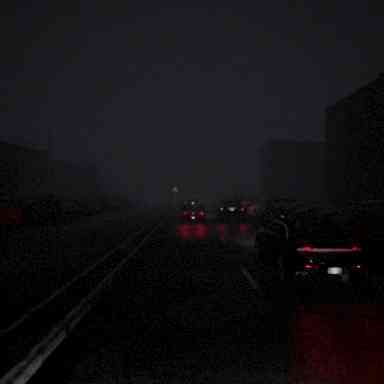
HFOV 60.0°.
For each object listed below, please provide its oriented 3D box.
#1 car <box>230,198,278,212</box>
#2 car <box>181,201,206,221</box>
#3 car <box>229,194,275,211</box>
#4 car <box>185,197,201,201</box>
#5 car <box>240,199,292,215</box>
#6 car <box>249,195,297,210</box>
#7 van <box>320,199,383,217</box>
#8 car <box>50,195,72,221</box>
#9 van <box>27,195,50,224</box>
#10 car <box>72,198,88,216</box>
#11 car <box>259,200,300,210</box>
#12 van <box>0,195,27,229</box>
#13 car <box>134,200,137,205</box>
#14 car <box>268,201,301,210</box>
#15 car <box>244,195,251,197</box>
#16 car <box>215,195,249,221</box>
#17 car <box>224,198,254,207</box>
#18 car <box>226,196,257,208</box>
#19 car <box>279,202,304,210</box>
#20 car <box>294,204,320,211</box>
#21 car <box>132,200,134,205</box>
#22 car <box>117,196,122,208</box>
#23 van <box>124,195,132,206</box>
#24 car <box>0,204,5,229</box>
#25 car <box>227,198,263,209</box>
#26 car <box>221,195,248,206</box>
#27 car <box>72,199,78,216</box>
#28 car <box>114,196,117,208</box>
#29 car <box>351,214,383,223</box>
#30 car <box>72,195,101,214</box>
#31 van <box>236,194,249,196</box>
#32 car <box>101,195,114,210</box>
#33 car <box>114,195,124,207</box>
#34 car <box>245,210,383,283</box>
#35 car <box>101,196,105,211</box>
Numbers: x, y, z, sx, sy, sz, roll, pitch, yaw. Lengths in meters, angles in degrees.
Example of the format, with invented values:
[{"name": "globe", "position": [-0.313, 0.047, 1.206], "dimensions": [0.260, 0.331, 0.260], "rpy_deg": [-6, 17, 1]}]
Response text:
[{"name": "car", "position": [7.440, 1.571, 40.217], "dimensions": [5.366, 1.575, 1.946], "rpy_deg": [0, 0, 0]}, {"name": "car", "position": [0.090, 1.639, 27.114], "dimensions": [1.895, 1.301, 4.718], "rpy_deg": [0, 0, 0]}, {"name": "car", "position": [7.653, 1.335, 42.976], "dimensions": [5.566, 2.045, 2.435], "rpy_deg": [0, 0, 0]}, {"name": "car", "position": [0.086, 1.453, 41.960], "dimensions": [2.097, 1.767, 4.553], "rpy_deg": [0, 0, 0]}, {"name": "car", "position": [7.633, 1.548, 34.702], "dimensions": [5.008, 1.535, 2.097], "rpy_deg": [0, 0, 0]}, {"name": "car", "position": [7.660, 1.400, 29.189], "dimensions": [4.553, 1.767, 2.185], "rpy_deg": [0, 0, 0]}, {"name": "van", "position": [7.517, 1.259, 12.523], "dimensions": [4.442, 1.987, 1.878], "rpy_deg": [0, 0, 0]}, {"name": "car", "position": [-12.578, 1.256, 25.349], "dimensions": [5.566, 2.045, 2.435], "rpy_deg": [0, 0, 0]}, {"name": "van", "position": [-12.434, 1.271, 22.569], "dimensions": [4.442, 1.987, 1.878], "rpy_deg": [0, 0, 0]}, {"name": "car", "position": [-12.544, 1.569, 30.842], "dimensions": [4.674, 1.452, 2.002], "rpy_deg": [0, 0, 0]}, {"name": "car", "position": [7.625, 1.509, 23.674], "dimensions": [4.892, 1.521, 2.231], "rpy_deg": [0, 0, 0]}, {"name": "van", "position": [-12.669, 1.263, 19.792], "dimensions": [4.442, 1.987, 1.878], "rpy_deg": [0, 0, 0]}, {"name": "car", "position": [-12.505, 1.671, 61.361], "dimensions": [4.792, 1.488, 2.163], "rpy_deg": [0, 0, 0]}, {"name": "car", "position": [7.626, 1.501, 20.917], "dimensions": [4.892, 1.521, 2.231], "rpy_deg": [0, 0, 0]}, {"name": "car", "position": [7.659, 1.411, 31.946], "dimensions": [4.553, 1.767, 2.185], "rpy_deg": [0, 0, 0]}, {"name": "car", "position": [3.089, 1.393, 27.761], "dimensions": [2.097, 1.767, 4.553], "rpy_deg": [0, 0, 0]}, {"name": "car", "position": [7.618, 1.668, 54.008], "dimensions": [4.674, 1.452, 2.002], "rpy_deg": [0, 0, 0]}, {"name": "car", "position": [7.590, 1.496, 51.251], "dimensions": [4.553, 1.767, 2.185], "rpy_deg": [0, 0, 0]}, {"name": "car", "position": [7.627, 1.495, 18.160], "dimensions": [4.892, 1.521, 2.231], "rpy_deg": [0, 0, 0]}, {"name": "car", "position": [7.628, 1.490, 15.404], "dimensions": [4.892, 1.521, 2.231], "rpy_deg": [0, 0, 0]}, {"name": "car", "position": [-12.568, 1.518, 55.926], "dimensions": [4.553, 1.767, 2.185], "rpy_deg": [0, 0, 0]}, {"name": "car", "position": [-12.536, 1.600, 44.677], "dimensions": [5.008, 1.535, 2.097], "rpy_deg": [0, 0, 0]}, {"name": "van", "position": [-12.421, 1.414, 53.018], "dimensions": [4.442, 1.987, 1.878], "rpy_deg": [0, 0, 0]}, {"name": "car", "position": [-12.551, 1.521, 16.886], "dimensions": [4.674, 1.452, 2.002], "rpy_deg": [0, 0, 0]}, {"name": "car", "position": [7.629, 1.614, 48.488], "dimensions": [4.892, 1.521, 2.231], "rpy_deg": [0, 0, 0]}, {"name": "car", "position": [7.587, 1.511, 59.527], "dimensions": [4.553, 1.767, 2.185], "rpy_deg": [0, 0, 0]}, {"name": "car", "position": [-12.546, 1.557, 28.127], "dimensions": [4.674, 1.452, 2.002], "rpy_deg": [0, 0, 0]}, {"name": "car", "position": [-12.549, 1.587, 42.023], "dimensions": [4.892, 1.521, 2.231], "rpy_deg": [0, 0, 0]}, {"name": "car", "position": [7.633, 1.522, 9.889], "dimensions": [4.674, 1.452, 2.002], "rpy_deg": [0, 0, 0]}, {"name": "car", "position": [-12.518, 1.291, 33.561], "dimensions": [5.566, 2.045, 2.435], "rpy_deg": [0, 0, 0]}, {"name": "van", "position": [7.509, 1.335, 37.461], "dimensions": [4.442, 1.987, 1.878], "rpy_deg": [0, 0, 0]}, {"name": "car", "position": [-12.573, 1.320, 39.246], "dimensions": [5.566, 2.045, 2.435], "rpy_deg": [0, 0, 0]}, {"name": "car", "position": [-12.571, 1.490, 47.582], "dimensions": [4.553, 1.767, 2.185], "rpy_deg": [0, 0, 0]}, {"name": "car", "position": [3.095, 1.493, 9.634], "dimensions": [2.128, 1.511, 4.902], "rpy_deg": [0, 0, 0]}, {"name": "car", "position": [-12.730, 1.553, 36.464], "dimensions": [5.366, 1.575, 1.946], "rpy_deg": [0, 0, 0]}]
